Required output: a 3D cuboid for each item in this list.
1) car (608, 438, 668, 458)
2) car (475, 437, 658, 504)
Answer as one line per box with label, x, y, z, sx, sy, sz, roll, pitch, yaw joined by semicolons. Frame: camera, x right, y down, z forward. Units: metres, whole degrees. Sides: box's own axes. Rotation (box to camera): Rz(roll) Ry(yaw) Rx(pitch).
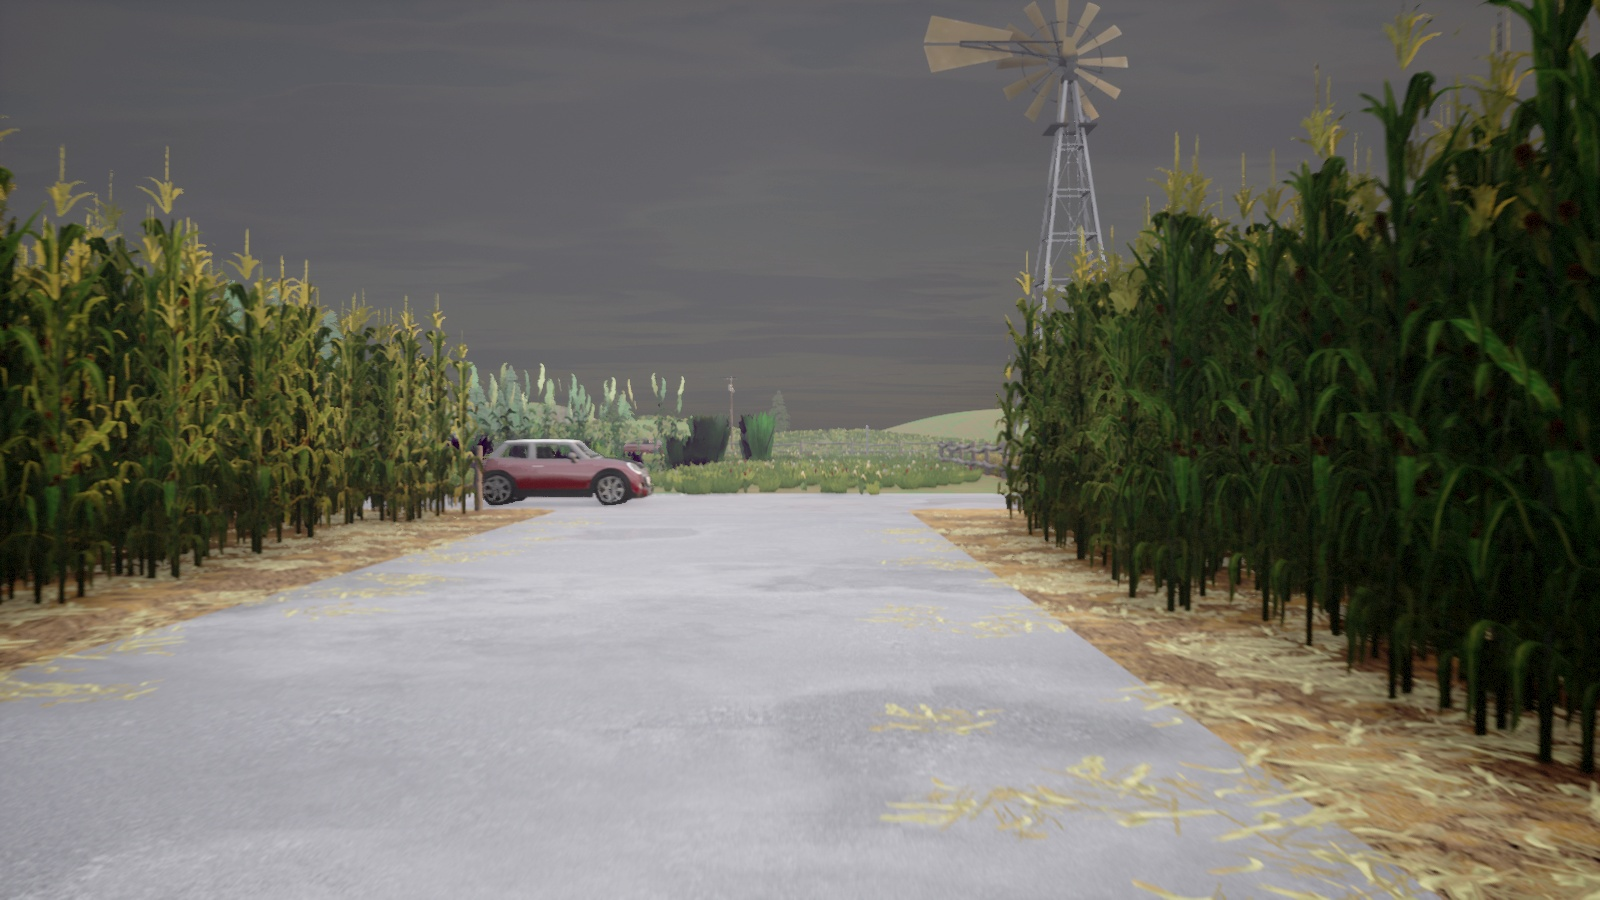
car;-12.241;-0.144;94.804;4.193;1.474;1.816;0;1;6
car;-5.242;0.448;28.575;3.806;1.475;1.970;0;1;0
